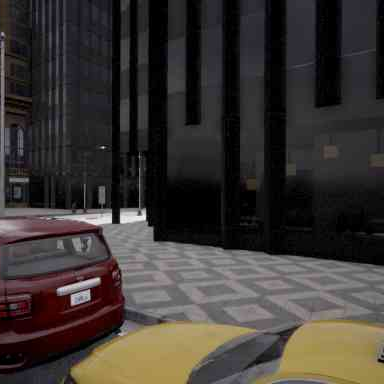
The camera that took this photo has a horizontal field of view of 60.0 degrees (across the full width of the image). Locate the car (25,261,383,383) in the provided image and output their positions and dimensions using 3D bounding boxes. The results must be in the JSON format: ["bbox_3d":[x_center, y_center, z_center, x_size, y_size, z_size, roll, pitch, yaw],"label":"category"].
[{"bbox_3d":[1.037,1.525,2.220,4.829,1.417,1.752,0,0,36],"label":"car"}]

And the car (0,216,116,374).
[{"bbox_3d":[-3.242,1.314,5.271,5.009,1.841,2.192,0,0,36],"label":"car"}]
